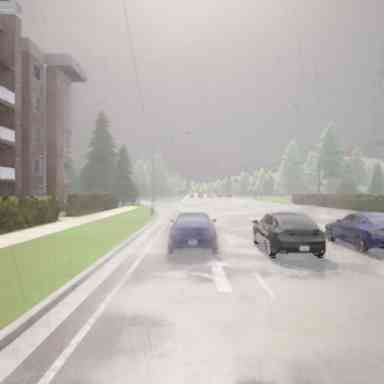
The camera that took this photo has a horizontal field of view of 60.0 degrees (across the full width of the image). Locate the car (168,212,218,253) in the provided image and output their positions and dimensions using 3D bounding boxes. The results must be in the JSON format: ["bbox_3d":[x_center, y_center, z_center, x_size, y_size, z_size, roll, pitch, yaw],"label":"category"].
[{"bbox_3d":[0.051,1.530,13.500,1.812,1.442,4.674,0,0,0],"label":"car"}]

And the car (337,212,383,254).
[{"bbox_3d":[7.054,1.530,13.477,1.812,1.442,4.674,0,0,1],"label":"car"}]

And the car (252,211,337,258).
[{"bbox_3d":[3.547,1.511,12.833,1.837,1.490,4.892,0,0,1],"label":"car"}]
